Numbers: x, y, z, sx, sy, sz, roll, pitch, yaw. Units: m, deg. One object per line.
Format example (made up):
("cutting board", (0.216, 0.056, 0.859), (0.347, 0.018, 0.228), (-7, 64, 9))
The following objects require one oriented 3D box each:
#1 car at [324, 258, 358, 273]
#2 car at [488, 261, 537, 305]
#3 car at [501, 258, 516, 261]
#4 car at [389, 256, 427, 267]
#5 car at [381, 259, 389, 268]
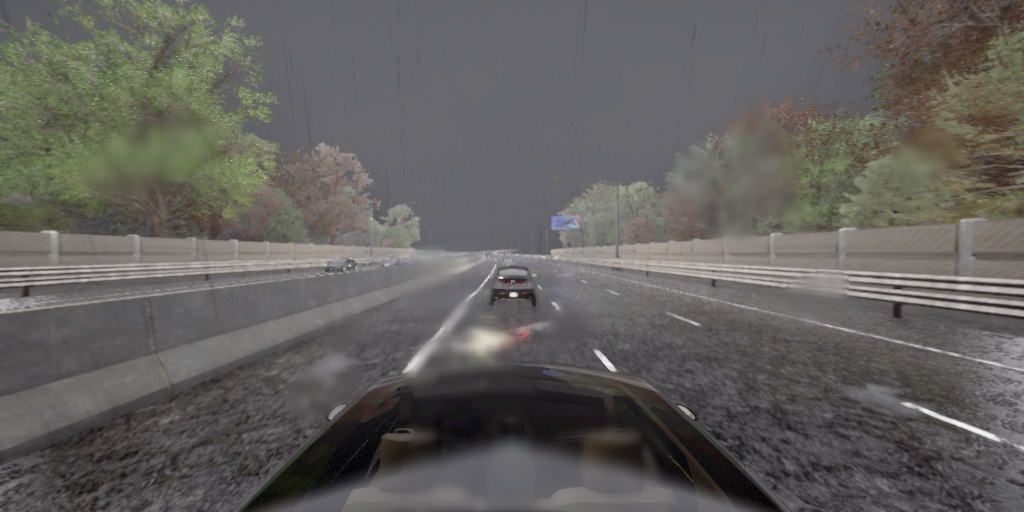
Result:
("car", (-17.959, 0.992, 37.960), (1.837, 1.490, 4.892), (0, 1, -1))
("car", (0.037, 1.151, 15.449), (1.837, 1.490, 4.892), (0, 0, 0))
("car", (-0.481, 0.977, 45.985), (1.994, 1.385, 4.181), (0, 0, -1))
("car", (-10.949, 1.030, 38.115), (2.033, 1.411, 5.357), (0, 0, -1))
("car", (-14.592, 0.930, 44.283), (2.128, 1.511, 4.902), (0, 0, -1))
